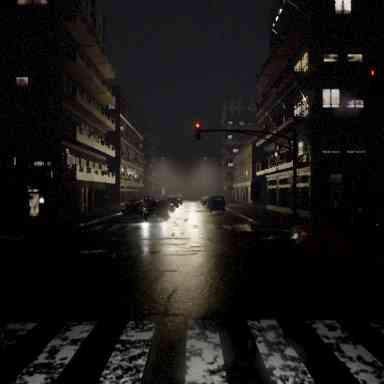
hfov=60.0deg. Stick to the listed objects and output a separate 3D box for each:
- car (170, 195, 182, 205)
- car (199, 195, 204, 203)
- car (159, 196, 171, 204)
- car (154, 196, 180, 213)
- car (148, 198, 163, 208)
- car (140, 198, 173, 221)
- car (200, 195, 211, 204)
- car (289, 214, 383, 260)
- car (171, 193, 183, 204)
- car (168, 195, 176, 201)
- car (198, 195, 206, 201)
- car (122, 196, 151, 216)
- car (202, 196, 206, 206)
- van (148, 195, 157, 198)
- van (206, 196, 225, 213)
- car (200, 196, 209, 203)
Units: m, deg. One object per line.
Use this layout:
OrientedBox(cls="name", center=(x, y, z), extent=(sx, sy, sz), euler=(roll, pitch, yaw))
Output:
OrientedBox(cls="car", center=(-2.795, 1.508, 46.922), extent=(1.812, 1.442, 4.674), euler=(0, 0, 0))
OrientedBox(cls="car", center=(2.619, 1.545, 54.213), extent=(1.947, 1.339, 4.313), euler=(0, 0, 0))
OrientedBox(cls="car", center=(-5.253, 1.518, 65.383), extent=(1.887, 1.381, 4.507), euler=(0, 0, 0))
OrientedBox(cls="car", center=(-2.814, 1.534, 37.010), extent=(2.033, 1.411, 5.357), euler=(0, 0, 0))
OrientedBox(cls="car", center=(-5.317, 1.563, 48.640), extent=(1.802, 1.307, 4.206), euler=(0, 0, 0))
OrientedBox(cls="car", center=(-2.812, 1.517, 27.365), extent=(1.812, 1.442, 4.674), euler=(0, 0, -1))
OrientedBox(cls="car", center=(2.627, 1.413, 65.376), extent=(1.967, 1.590, 4.097), euler=(0, 0, 0))
OrientedBox(cls="car", center=(5.554, 1.468, 11.443), extent=(4.181, 1.385, 1.994), euler=(-1, 0, 0))
OrientedBox(cls="car", center=(-2.747, 1.199, 57.566), extent=(2.150, 2.045, 5.566), euler=(0, 0, 1))
OrientedBox(cls="car", center=(-5.233, 1.504, 87.709), extent=(2.008, 1.369, 4.403), euler=(0, 0, 0))
OrientedBox(cls="car", center=(2.648, 1.519, 87.702), extent=(1.947, 1.339, 4.313), euler=(0, 0, 0))
OrientedBox(cls="car", center=(-5.414, 1.429, 31.895), extent=(1.967, 1.590, 4.097), euler=(0, 0, 0))
OrientedBox(cls="car", center=(2.701, 1.529, 43.051), extent=(1.887, 1.381, 4.507), euler=(0, 0, 0))
OrientedBox(cls="van", center=(-5.369, 1.325, 43.059), extent=(1.690, 1.788, 3.998), euler=(0, 0, 0))
OrientedBox(cls="van", center=(2.730, 1.328, 36.847), extent=(1.690, 1.788, 3.998), euler=(0, 0, 0))
OrientedBox(cls="car", center=(2.632, 1.513, 70.957), extent=(1.887, 1.381, 4.507), euler=(0, 0, 0))
